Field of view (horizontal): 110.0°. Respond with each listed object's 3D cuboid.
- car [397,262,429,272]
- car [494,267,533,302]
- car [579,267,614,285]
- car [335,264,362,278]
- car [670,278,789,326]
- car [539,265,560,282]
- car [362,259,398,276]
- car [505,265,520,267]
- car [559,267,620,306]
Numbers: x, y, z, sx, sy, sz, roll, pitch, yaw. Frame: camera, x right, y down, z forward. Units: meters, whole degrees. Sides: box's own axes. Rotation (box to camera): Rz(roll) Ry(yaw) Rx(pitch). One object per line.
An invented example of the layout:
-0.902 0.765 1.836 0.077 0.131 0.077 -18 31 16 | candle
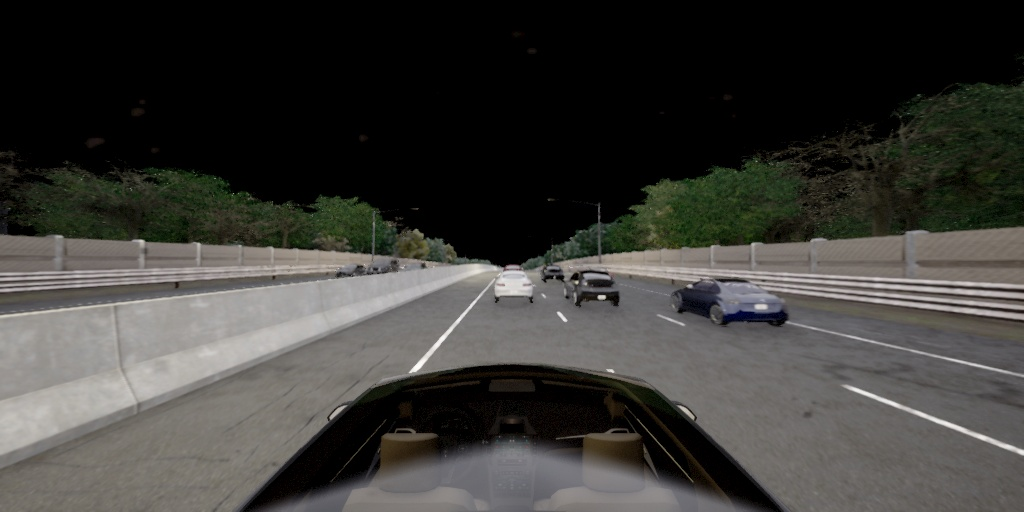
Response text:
-10.604 1.490 39.522 2.097 1.767 4.553 0 -1 0 | car
0.090 1.458 18.217 1.812 1.442 4.674 0 -1 0 | car
7.082 1.650 30.672 1.895 1.301 4.718 0 -1 0 | car
-17.603 1.643 39.577 1.837 1.490 4.892 0 -1 0 | car
7.076 1.435 12.177 1.994 1.385 4.181 0 -1 0 | car
3.584 1.572 32.563 1.837 1.490 4.892 0 0 0 | car
-14.105 1.361 39.712 2.150 2.045 5.566 0 -1 0 | car
0.085 1.560 34.227 1.882 1.535 5.008 0 -1 0 | car
3.587 1.422 16.737 1.837 1.490 4.892 0 -1 0 | car
